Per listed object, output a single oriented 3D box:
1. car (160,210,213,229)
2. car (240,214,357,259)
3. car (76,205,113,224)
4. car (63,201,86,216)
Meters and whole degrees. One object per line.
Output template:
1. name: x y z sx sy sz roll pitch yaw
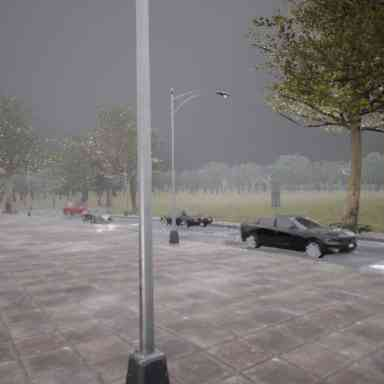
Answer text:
1. car: -0.582 2.062 25.557 1.895 1.301 4.718 -1 -1 -36
2. car: 4.188 1.686 13.833 1.882 1.535 5.008 -1 -1 -36
3. car: -9.414 2.273 32.835 2.128 1.511 4.902 -1 -1 -36
4. car: -17.106 2.409 48.610 2.150 2.045 5.566 -1 -1 -36
